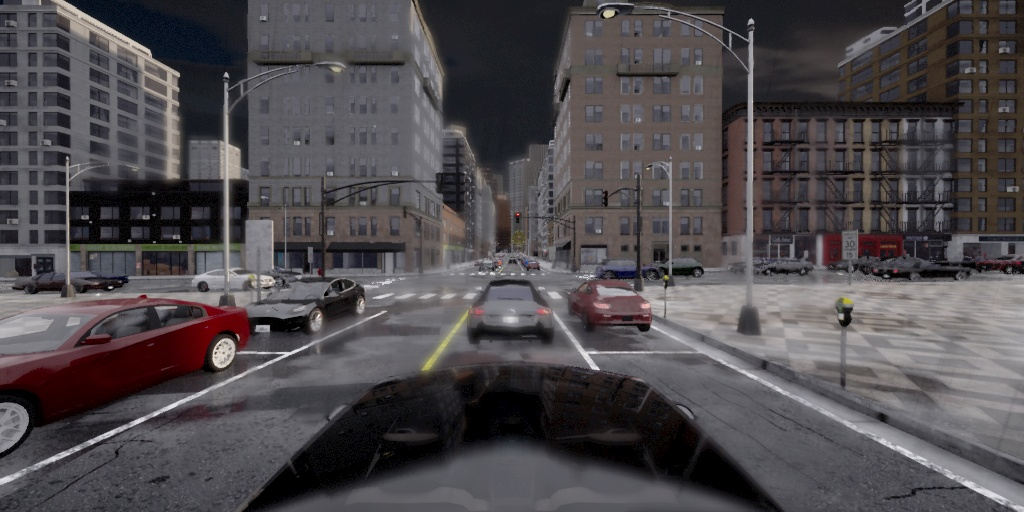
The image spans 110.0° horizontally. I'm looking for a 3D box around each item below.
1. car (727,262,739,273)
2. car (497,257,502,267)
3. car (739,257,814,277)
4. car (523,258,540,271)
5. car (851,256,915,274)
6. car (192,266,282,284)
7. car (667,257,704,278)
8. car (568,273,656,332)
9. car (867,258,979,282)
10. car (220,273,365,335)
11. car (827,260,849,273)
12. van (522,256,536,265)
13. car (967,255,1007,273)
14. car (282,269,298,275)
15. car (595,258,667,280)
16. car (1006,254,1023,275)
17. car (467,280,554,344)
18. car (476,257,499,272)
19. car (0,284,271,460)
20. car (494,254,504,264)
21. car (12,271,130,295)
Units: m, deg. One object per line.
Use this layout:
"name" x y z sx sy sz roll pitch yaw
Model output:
"car" 22.521 0.869 33.132 4.902 1.511 2.128 -1 0 0
"car" -3.039 1.201 55.213 2.033 1.411 5.357 0 0 0
"car" 22.286 0.889 29.881 4.902 1.511 2.128 -1 0 0
"car" 2.793 1.258 47.772 1.802 1.307 4.207 0 0 0
"car" 31.751 0.772 29.892 4.892 1.490 1.837 -1 0 0
"car" -17.898 1.520 23.111 4.674 1.442 1.812 -1 0 0
"car" 13.332 0.876 29.865 4.553 1.767 2.097 -1 0 0
"car" 2.719 1.330 10.560 1.802 1.307 4.207 0 0 0
"car" 26.430 0.975 23.190 4.718 1.301 1.895 -1 0 0
"car" -5.806 1.314 10.516 1.948 1.339 4.313 0 0 0
"car" 31.992 0.752 33.144 4.892 1.490 1.837 -1 0 0
"van" 2.811 1.000 53.324 1.690 1.789 3.998 0 0 0
"car" 41.879 0.608 29.881 5.008 1.535 1.882 -1 0 0
"car" -17.997 1.470 26.407 4.902 1.511 2.128 -1 0 4
"car" 8.527 0.961 26.408 4.553 1.767 2.097 -1 0 0
"car" 40.266 0.695 26.464 4.674 1.442 1.812 -1 0 0
"car" -0.035 1.312 9.562 1.994 1.385 4.181 0 0 0
"car" -3.073 1.208 45.563 1.812 1.442 4.674 0 0 2
"car" -5.776 1.295 4.872 1.888 1.381 4.507 0 0 0
"car" -2.970 0.970 65.122 2.097 1.767 4.553 0 0 1
"car" -28.528 1.677 23.090 5.357 1.411 2.033 -1 0 0
